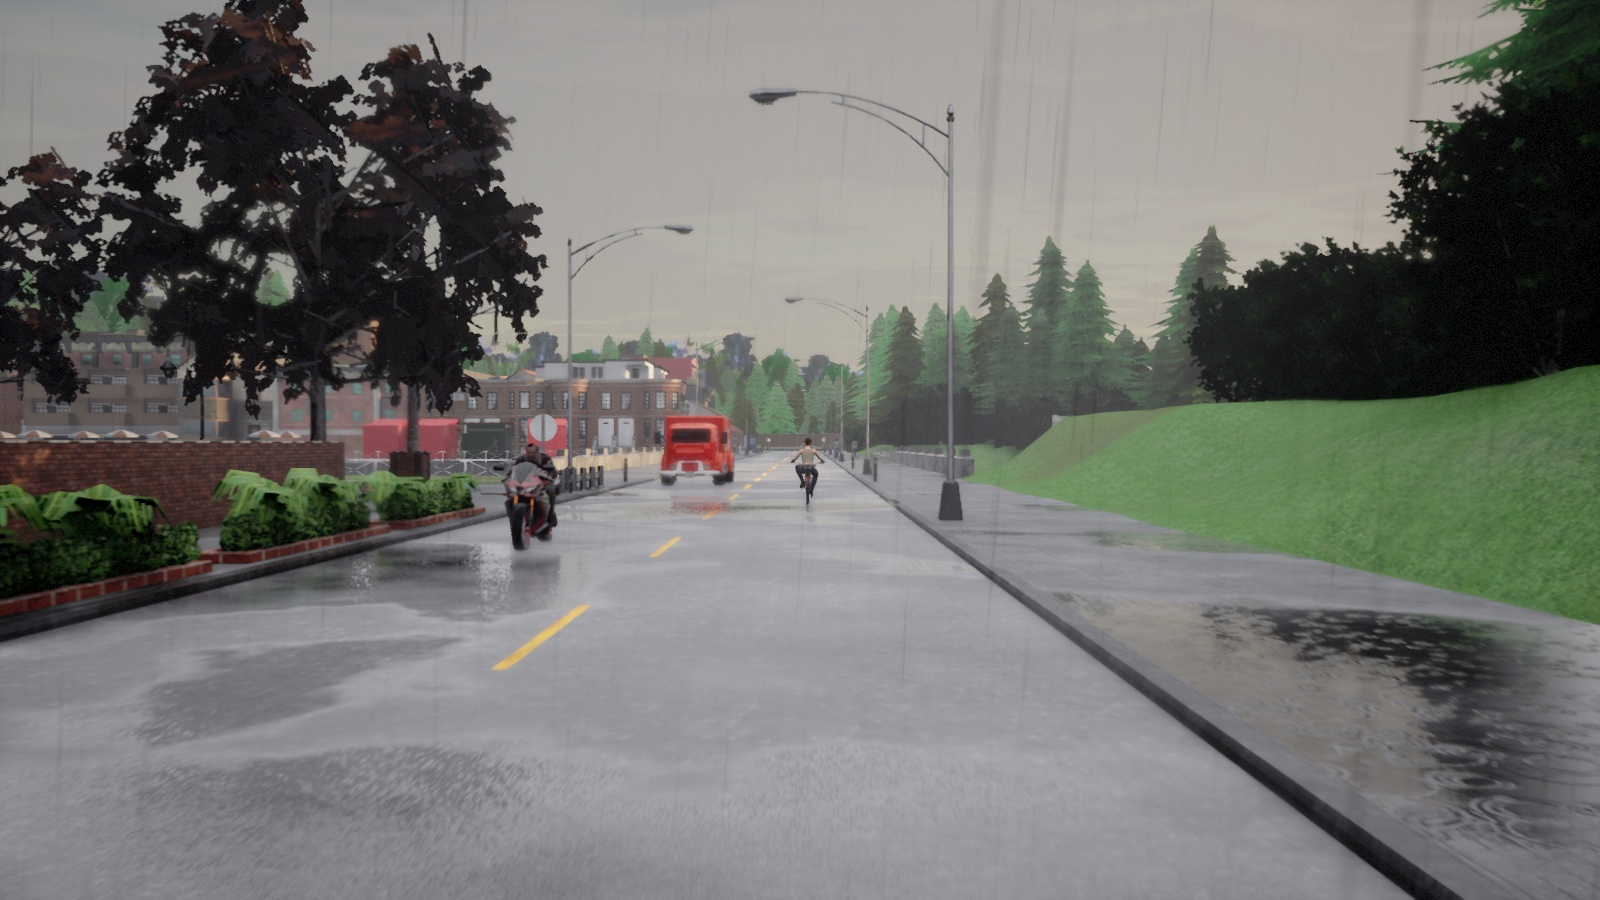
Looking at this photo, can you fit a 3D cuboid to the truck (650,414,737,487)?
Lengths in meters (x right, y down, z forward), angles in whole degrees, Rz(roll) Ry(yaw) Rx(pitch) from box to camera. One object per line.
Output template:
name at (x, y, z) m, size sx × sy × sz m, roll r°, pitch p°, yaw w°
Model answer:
truck at (-3.730, -0.001, 45.005) m, size 2.627 × 2.467 × 5.204 m, roll 0°, pitch 1°, yaw 0°

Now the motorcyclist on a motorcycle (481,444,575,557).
motorcyclist on a motorcycle at (-3.882, 0.676, 18.108) m, size 0.866 × 1.530 × 2.191 m, roll 0°, pitch 0°, yaw 0°

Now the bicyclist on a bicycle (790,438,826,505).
bicyclist on a bicycle at (0.190, 0.509, 30.847) m, size 0.866 × 1.612 × 1.509 m, roll 0°, pitch 0°, yaw 0°
